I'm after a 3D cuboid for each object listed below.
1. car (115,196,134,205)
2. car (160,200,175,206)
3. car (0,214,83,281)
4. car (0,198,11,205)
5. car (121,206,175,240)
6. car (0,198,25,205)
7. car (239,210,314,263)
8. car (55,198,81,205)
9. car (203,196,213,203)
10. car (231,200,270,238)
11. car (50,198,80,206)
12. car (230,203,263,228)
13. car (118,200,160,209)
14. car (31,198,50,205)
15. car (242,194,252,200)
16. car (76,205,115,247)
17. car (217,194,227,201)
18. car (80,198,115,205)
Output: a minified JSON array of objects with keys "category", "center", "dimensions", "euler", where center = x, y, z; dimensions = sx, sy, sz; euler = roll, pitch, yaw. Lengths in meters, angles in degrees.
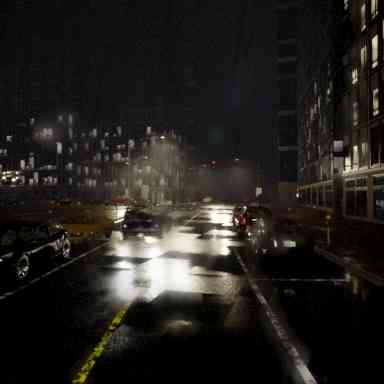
[{"category":"car","center":[-13.160,1.571,61.446],"dimensions":[5.009,1.841,2.192],"euler":[0,-1,15]},{"category":"car","center":[-2.988,1.593,37.140],"dimensions":[2.008,1.369,4.403],"euler":[1,0,7]},{"category":"car","center":[-5.118,1.574,9.960],"dimensions":[1.947,1.339,4.313],"euler":[1,0,2]},{"category":"car","center":[-40.134,1.985,68.848],"dimensions":[4.403,1.369,2.008],"euler":[0,-1,15]},{"category":"car","center":[-2.188,1.614,17.158],"dimensions":[1.895,1.301,4.718],"euler":[0,0,3]},{"category":"car","center":[-31.417,1.764,58.284],"dimensions":[4.403,1.369,2.008],"euler":[0,-1,15]},{"category":"car","center":[2.980,1.570,11.890],"dimensions":[1.947,1.339,4.313],"euler":[1,0,2]},{"category":"car","center":[-23.950,1.879,64.404],"dimensions":[4.403,1.369,2.008],"euler":[0,-1,15]},{"category":"car","center":[3.591,1.671,73.794],"dimensions":[1.752,1.417,4.829],"euler":[1,0,14]},{"category":"car","center":[3.273,1.448,17.570],"dimensions":[1.967,1.590,4.097],"euler":[1,0,4]},{"category":"car","center":[-20.632,1.692,55.322],"dimensions":[4.403,1.369,2.008],"euler":[0,-1,15]},{"category":"car","center":[3.662,1.555,23.200],"dimensions":[1.887,1.381,4.507],"euler":[1,0,5]},{"category":"car","center":[-4.118,1.576,26.383],"dimensions":[2.008,1.369,4.403],"euler":[1,0,5]},{"category":"car","center":[-29.508,1.890,65.931],"dimensions":[4.829,1.417,1.752],"euler":[0,-1,15]},{"category":"car","center":[12.592,1.436,76.034],"dimensions":[2.192,1.841,5.009],"euler":[1,0,15]},{"category":"car","center":[-4.886,1.539,15.284],"dimensions":[1.752,1.417,4.829],"euler":[1,0,3]},{"category":"car","center":[8.153,1.525,89.883],"dimensions":[2.192,1.841,5.009],"euler":[1,0,16]},{"category":"car","center":[-15.240,1.672,53.842],"dimensions":[4.313,1.339,1.947],"euler":[0,-1,15]}]
